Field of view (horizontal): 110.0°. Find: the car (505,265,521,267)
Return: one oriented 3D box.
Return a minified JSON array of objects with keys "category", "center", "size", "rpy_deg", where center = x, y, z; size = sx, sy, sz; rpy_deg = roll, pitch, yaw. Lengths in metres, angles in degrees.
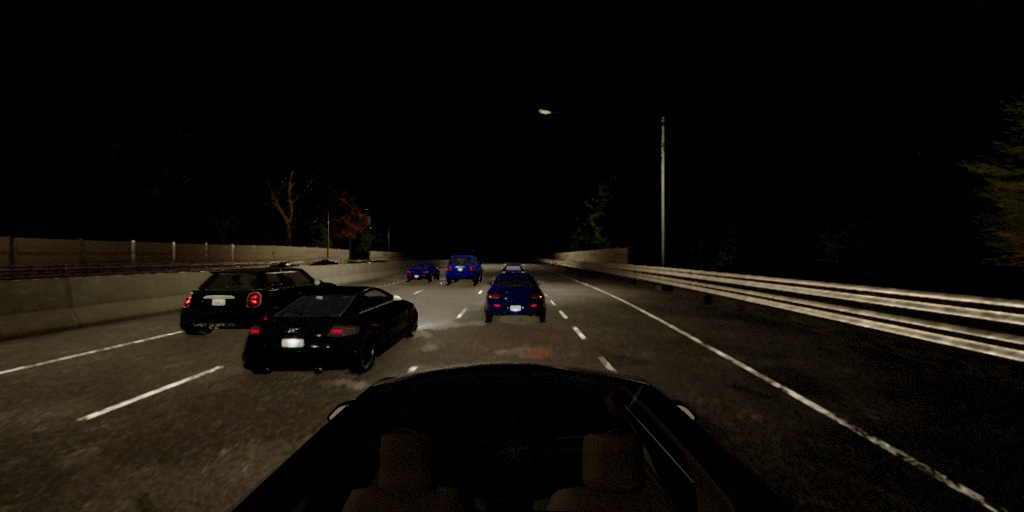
[{"category":"car","center":[0.098,1.344,27.857],"size":[1.994,1.385,4.181],"rpy_deg":[0,0,0]}]

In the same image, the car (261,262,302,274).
[{"category":"car","center":[-28.087,1.409,43.865],"size":[1.895,1.301,4.718],"rpy_deg":[0,0,0]}]

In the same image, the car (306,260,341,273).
[{"category":"car","center":[-24.581,1.292,46.959],"size":[1.882,1.535,5.008],"rpy_deg":[0,0,0]}]

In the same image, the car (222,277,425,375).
[{"category":"car","center":[-3.401,1.318,7.566],"size":[1.994,1.385,4.181],"rpy_deg":[0,0,0]}]

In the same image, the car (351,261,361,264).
[{"category":"car","center":[-21.075,1.341,47.477],"size":[1.812,1.442,4.674],"rpy_deg":[0,0,0]}]

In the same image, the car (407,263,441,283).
[{"category":"car","center":[-6.903,1.306,28.250],"size":[1.812,1.442,4.674],"rpy_deg":[0,0,0]}]

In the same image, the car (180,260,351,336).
[{"category":"car","center":[-6.902,1.109,10.561],"size":[2.097,1.767,4.553],"rpy_deg":[0,0,0]}]

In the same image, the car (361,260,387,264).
[{"category":"car","center":[-17.588,1.293,47.213],"size":[1.882,1.535,5.008],"rpy_deg":[0,0,0]}]

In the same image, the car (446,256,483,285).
[{"category":"car","center":[-3.403,0.999,26.287],"size":[2.150,2.045,5.566],"rpy_deg":[0,0,0]}]

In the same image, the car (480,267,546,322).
[{"category":"car","center":[0.099,1.285,12.230],"size":[1.812,1.442,4.674],"rpy_deg":[0,0,0]}]
